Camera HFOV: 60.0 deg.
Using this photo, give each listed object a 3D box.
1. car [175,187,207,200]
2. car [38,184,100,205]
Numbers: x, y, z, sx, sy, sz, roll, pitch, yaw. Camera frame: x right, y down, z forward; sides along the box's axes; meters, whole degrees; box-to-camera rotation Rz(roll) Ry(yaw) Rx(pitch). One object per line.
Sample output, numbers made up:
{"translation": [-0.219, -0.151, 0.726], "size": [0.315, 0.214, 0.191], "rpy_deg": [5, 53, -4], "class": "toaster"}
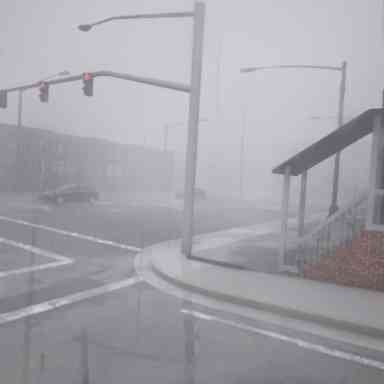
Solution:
{"translation": [-0.063, 0.180, 39.849], "size": [1.837, 1.490, 4.892], "rpy_deg": [5, 3, 36], "class": "car"}
{"translation": [-9.676, 0.176, 26.486], "size": [1.837, 1.490, 4.892], "rpy_deg": [5, 3, 35], "class": "car"}
